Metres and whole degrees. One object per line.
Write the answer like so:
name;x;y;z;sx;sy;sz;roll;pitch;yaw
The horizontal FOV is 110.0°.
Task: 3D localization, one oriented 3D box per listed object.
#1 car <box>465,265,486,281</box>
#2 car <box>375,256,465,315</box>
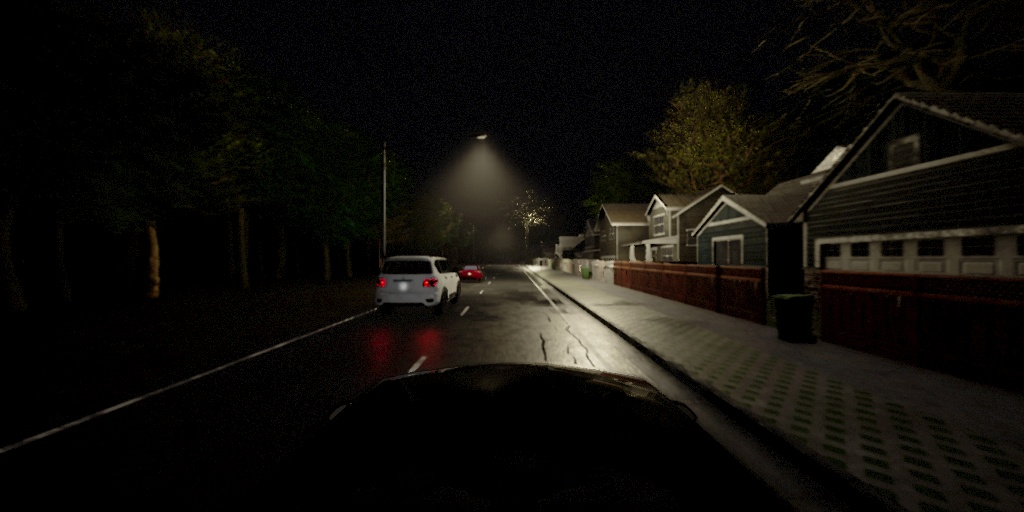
car;-3.407;1.426;30.847;1.994;1.385;4.181;0;0;0
car;-3.404;1.022;13.933;2.150;2.045;5.566;0;0;0
